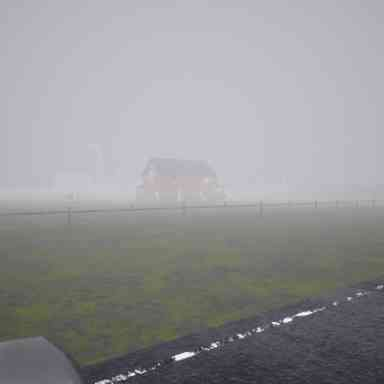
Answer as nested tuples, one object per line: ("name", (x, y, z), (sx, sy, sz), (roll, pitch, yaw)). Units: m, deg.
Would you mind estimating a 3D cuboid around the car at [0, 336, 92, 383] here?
("car", (-2.891, 1.548, 1.001), (5.357, 1.411, 2.033), (0, 0, -36))
